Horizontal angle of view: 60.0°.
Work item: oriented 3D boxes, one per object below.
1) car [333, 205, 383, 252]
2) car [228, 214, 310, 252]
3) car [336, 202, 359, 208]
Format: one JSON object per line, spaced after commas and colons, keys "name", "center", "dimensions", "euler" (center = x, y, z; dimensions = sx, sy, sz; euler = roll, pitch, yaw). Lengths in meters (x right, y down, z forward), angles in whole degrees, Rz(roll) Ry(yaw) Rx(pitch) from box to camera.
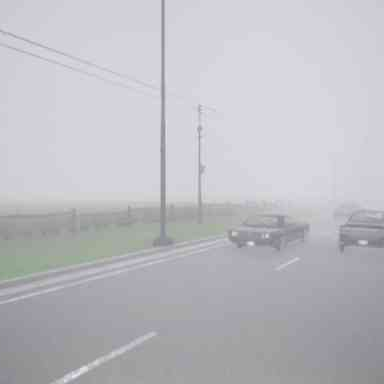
{"name": "car", "center": [7.109, 1.477, 13.118], "dimensions": [2.128, 1.511, 4.902], "euler": [0, 0, 35]}
{"name": "car", "center": [3.412, 1.587, 13.945], "dimensions": [1.895, 1.301, 4.718], "euler": [0, 0, 35]}
{"name": "car", "center": [13.329, 1.534, 28.120], "dimensions": [1.994, 1.385, 4.181], "euler": [0, 0, 35]}
